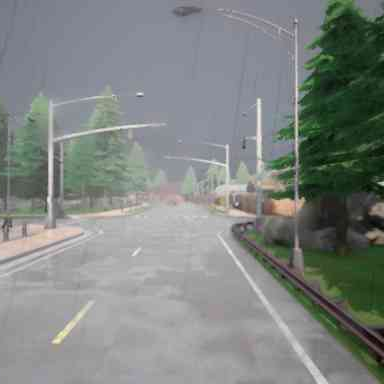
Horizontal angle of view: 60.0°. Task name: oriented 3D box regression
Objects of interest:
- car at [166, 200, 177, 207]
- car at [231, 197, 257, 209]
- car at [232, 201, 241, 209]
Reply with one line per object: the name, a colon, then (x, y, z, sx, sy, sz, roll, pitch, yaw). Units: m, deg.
car: (-4.139, 2.304, 68.575, 1.994, 1.385, 4.181, 0, -1, 0)
car: (8.428, 1.758, 53.766, 3.866, 1.878, 1.905, 0, -1, -1)
car: (8.843, 1.728, 51.256, 4.605, 1.855, 1.932, 0, -1, -1)
